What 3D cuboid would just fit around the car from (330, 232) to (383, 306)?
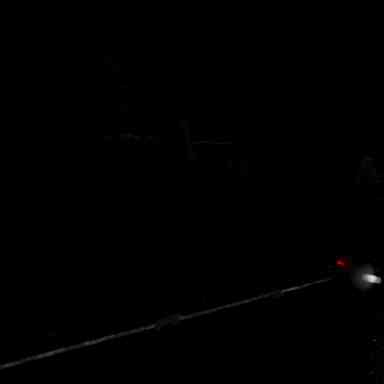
[{"bbox_3d":[4.911,1.548,7.245,4.181,1.385,1.994,0,0,-35],"label":"car"}]
